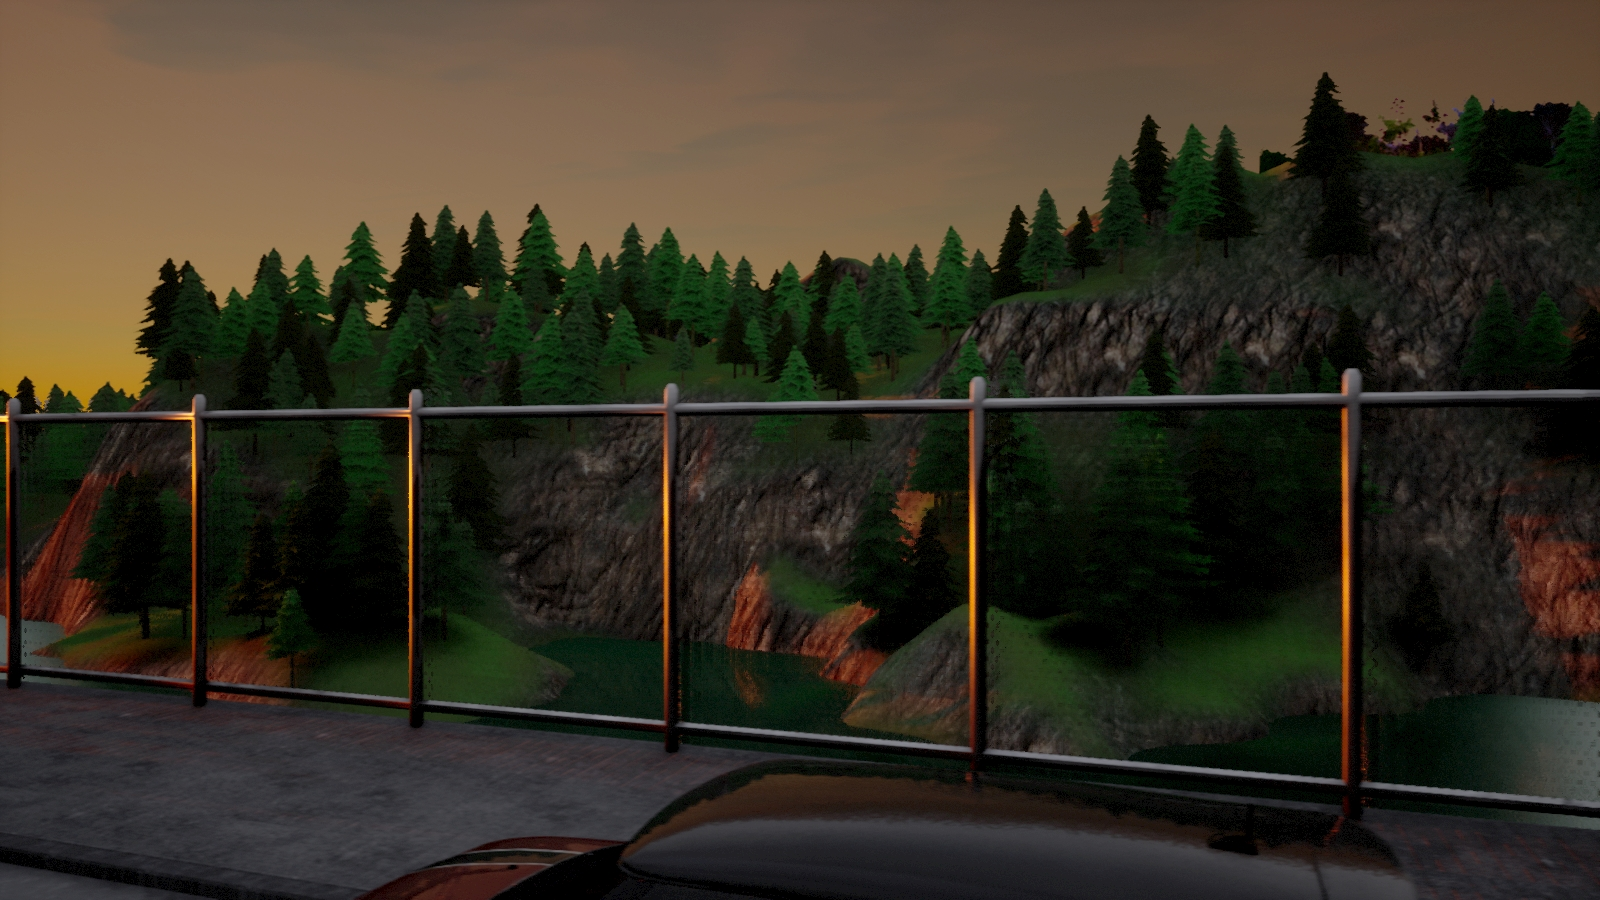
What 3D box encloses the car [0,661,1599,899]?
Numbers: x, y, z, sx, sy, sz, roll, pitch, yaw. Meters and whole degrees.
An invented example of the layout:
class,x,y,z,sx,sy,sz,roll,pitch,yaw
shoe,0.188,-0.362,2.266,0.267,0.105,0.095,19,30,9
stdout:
class,x,y,z,sx,sy,sz,roll,pitch,yaw
car,-0.094,1.907,3.805,4.553,1.767,2.097,0,0,19
